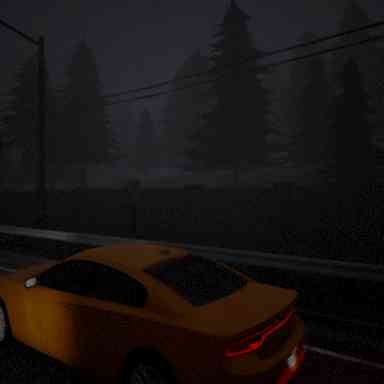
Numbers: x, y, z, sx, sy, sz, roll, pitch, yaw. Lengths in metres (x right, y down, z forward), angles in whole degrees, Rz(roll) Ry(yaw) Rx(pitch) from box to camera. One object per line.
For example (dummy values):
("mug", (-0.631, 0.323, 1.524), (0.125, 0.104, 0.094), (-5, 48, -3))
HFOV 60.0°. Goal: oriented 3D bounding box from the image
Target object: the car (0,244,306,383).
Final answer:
("car", (-1.025, 1.501, 4.723), (5.008, 1.535, 1.882), (0, 0, 36))
